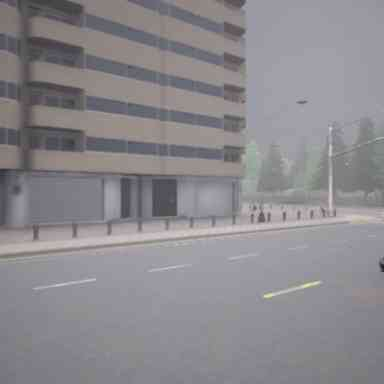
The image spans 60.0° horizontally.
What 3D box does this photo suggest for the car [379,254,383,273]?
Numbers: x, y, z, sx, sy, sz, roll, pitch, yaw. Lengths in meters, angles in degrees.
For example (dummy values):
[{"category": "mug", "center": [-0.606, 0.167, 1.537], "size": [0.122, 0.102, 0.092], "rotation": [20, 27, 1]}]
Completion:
[{"category": "car", "center": [7.104, 1.546, 8.906], "size": [5.357, 1.411, 2.033], "rotation": [0, 0, -35]}]
